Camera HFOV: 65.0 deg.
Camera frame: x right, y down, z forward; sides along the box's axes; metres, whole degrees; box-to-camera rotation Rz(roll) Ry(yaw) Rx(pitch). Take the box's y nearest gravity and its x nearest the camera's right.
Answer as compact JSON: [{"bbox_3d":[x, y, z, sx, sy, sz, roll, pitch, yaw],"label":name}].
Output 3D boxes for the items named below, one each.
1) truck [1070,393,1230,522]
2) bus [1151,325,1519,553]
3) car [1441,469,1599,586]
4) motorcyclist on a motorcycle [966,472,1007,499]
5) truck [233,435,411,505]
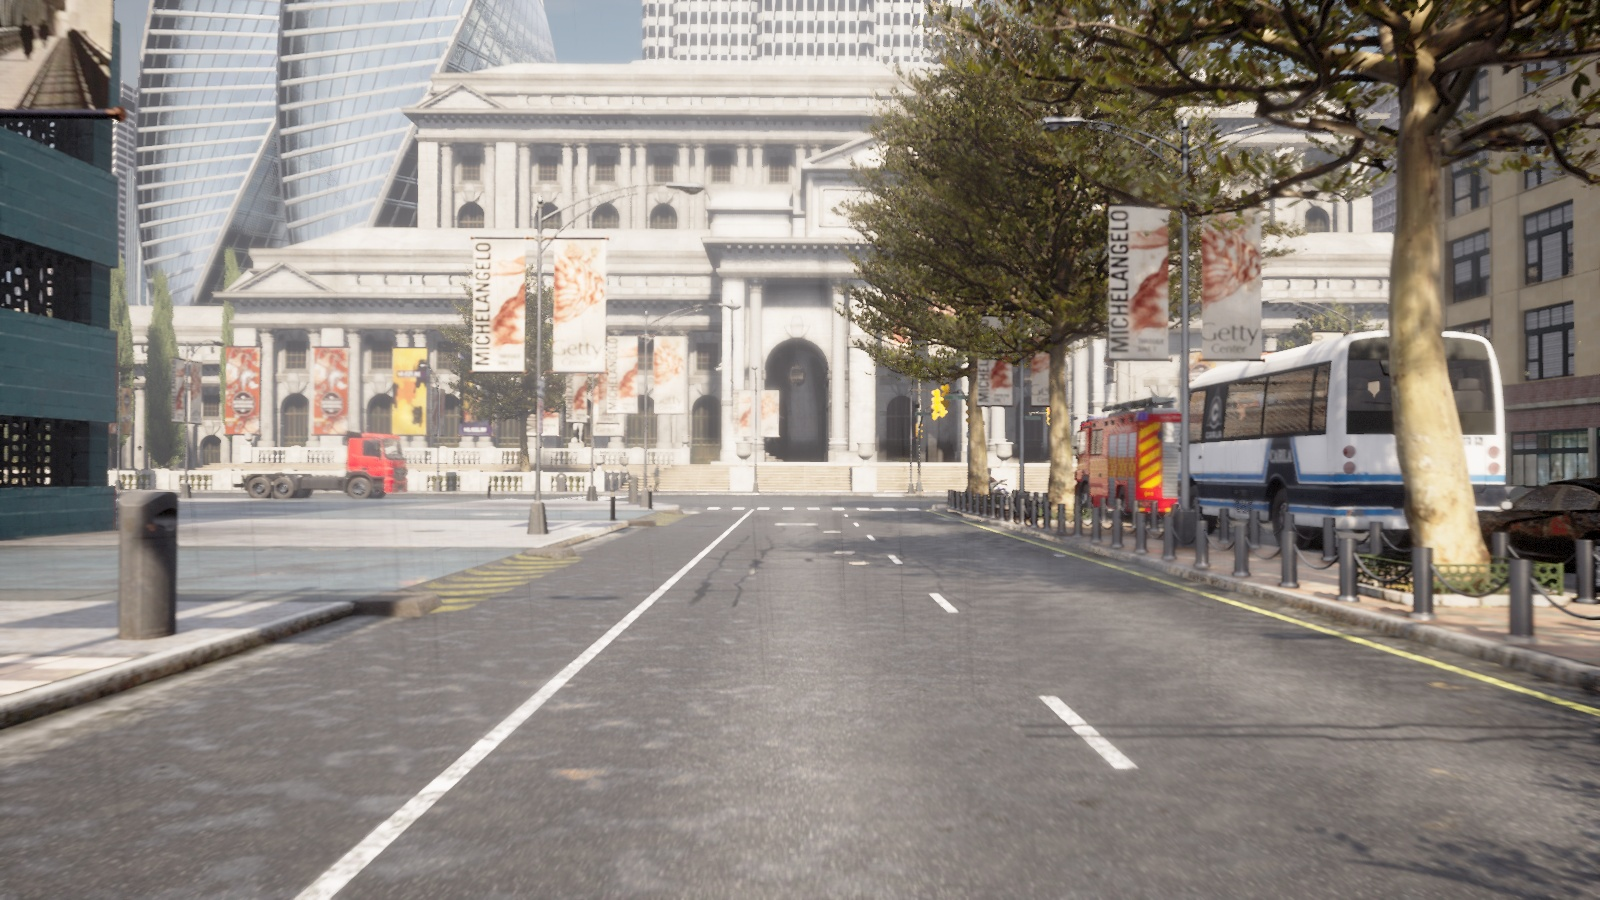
[{"bbox_3d":[11.347,0.302,41.685,2.891,3.827,8.468,0,-1,0],"label":"truck"},{"bbox_3d":[11.425,-0.129,28.602,3.944,4.253,10.273,0,-1,0],"label":"bus"},{"bbox_3d":[11.457,1.050,18.099,1.882,1.535,5.008,0,-1,0],"label":"car"},{"bbox_3d":[10.508,1.994,70.850,2.191,1.530,0.866,0,-1,0],"label":"motorcyclist on a motorcycle"},{"bbox_3d":[-24.238,1.000,63.914,7.936,3.462,2.891,0,-1,0],"label":"truck"}]
